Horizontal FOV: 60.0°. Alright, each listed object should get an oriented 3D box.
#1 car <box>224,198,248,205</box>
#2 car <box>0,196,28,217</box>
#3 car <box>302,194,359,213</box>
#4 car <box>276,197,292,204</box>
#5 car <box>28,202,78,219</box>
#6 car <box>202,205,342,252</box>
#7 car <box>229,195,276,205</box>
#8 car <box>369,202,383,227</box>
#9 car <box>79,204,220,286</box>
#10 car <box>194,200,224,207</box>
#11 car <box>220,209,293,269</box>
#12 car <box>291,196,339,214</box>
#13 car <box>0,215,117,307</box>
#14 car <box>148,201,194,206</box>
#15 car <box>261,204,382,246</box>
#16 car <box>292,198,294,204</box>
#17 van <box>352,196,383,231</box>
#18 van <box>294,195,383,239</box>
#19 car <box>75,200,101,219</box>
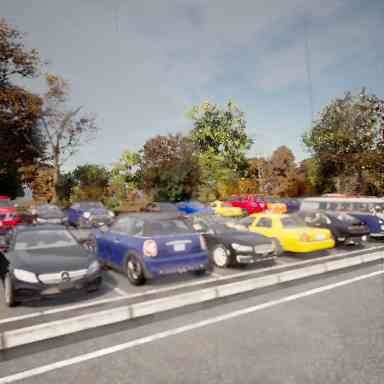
[{"bbox_3d":[2.038,1.512,28.810,1.946,1.575,5.366,0,0,-35],"label":"car"},{"bbox_3d":[-11.375,1.267,19.055,2.435,2.045,5.566,0,0,-35],"label":"car"},{"bbox_3d":[15.870,1.255,38.407,2.435,2.045,5.566,0,0,-35],"label":"car"},{"bbox_3d":[6.811,1.386,31.923,2.185,1.767,4.553,0,0,-35],"label":"car"},{"bbox_3d":[-9.123,1.520,20.691,2.231,1.521,4.892,0,0,-35],"label":"car"},{"bbox_3d":[2.887,1.516,13.386,1.946,1.575,5.366,0,0,-35],"label":"car"},{"bbox_3d":[4.402,1.262,30.290,2.435,2.045,5.566,0,0,-35],"label":"car"},{"bbox_3d":[14.357,1.514,21.269,2.231,1.521,4.892,0,0,-35],"label":"car"},{"bbox_3d":[-1.532,1.395,9.993,2.185,1.767,4.553,0,0,-35],"label":"car"},{"bbox_3d":[-0.029,1.516,27.127,2.097,1.535,5.008,0,0,-35],"label":"car"},{"bbox_3d":[0.719,1.521,11.632,2.231,1.521,4.892,0,0,-35],"label":"car"},{"bbox_3d":[13.493,1.382,36.728,2.185,1.767,4.553,0,0,-35],"label":"car"},{"bbox_3d":[-3.823,1.559,8.413,2.002,1.452,4.674,0,0,-35],"label":"car"},{"bbox_3d":[-2.283,1.547,25.488,2.163,1.488,4.792,0,0,-35],"label":"car"},{"bbox_3d":[5.269,1.519,14.837,2.231,1.521,4.892,0,0,-35],"label":"car"},{"bbox_3d":[11.220,1.383,35.119,2.185,1.767,4.553,0,0,-35],"label":"car"},{"bbox_3d":[12.047,1.289,19.500,1.878,1.987,4.442,0,0,-35],"label":"van"},{"bbox_3d":[7.605,1.292,16.355,1.878,1.987,4.442,0,0,-35],"label":"van"},{"bbox_3d":[-6.863,1.393,22.321,2.185,1.767,4.553,0,0,-35],"label":"car"}]
